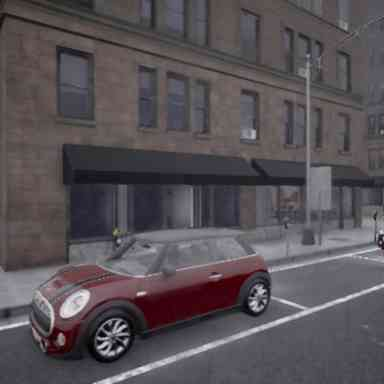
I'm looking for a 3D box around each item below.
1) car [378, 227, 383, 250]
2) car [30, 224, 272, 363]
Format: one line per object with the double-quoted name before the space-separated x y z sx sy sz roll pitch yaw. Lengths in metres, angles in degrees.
"car" 8.697 1.379 12.391 4.097 1.590 1.967 0 0 -35
"car" -0.555 1.428 5.792 4.097 1.590 1.967 0 0 -35
